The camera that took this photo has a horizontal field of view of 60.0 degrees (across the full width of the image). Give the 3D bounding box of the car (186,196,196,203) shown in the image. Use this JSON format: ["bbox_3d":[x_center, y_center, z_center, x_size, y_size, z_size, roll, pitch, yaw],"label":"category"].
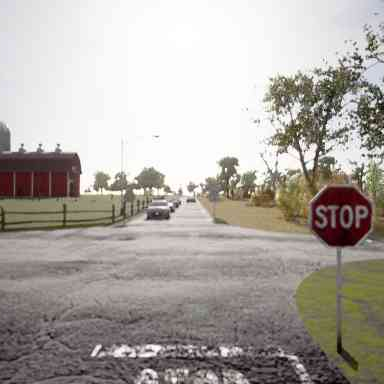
[{"bbox_3d":[-0.190,1.609,71.351,1.994,1.385,4.181,0,0,0],"label":"car"}]

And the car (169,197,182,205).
[{"bbox_3d":[-2.914,1.602,59.037,1.994,1.385,4.181,0,0,0],"label":"car"}]

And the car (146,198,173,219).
[{"bbox_3d":[-2.885,1.513,29.296,1.837,1.490,4.892,0,0,-1],"label":"car"}]

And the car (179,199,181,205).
[{"bbox_3d":[-2.959,1.503,48.985,1.882,1.535,5.008,0,0,0],"label":"car"}]

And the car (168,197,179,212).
[{"bbox_3d":[-2.944,1.563,39.082,2.033,1.411,5.357,0,0,0],"label":"car"}]
